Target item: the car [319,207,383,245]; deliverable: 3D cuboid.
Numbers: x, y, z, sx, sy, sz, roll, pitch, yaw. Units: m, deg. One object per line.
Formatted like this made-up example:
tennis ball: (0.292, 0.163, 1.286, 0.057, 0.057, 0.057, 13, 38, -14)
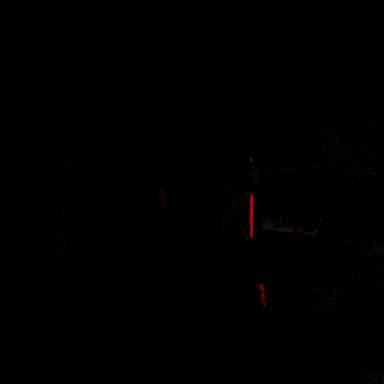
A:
car: (8.205, 1.492, 15.540, 2.128, 1.511, 4.902, 0, 0, -24)
